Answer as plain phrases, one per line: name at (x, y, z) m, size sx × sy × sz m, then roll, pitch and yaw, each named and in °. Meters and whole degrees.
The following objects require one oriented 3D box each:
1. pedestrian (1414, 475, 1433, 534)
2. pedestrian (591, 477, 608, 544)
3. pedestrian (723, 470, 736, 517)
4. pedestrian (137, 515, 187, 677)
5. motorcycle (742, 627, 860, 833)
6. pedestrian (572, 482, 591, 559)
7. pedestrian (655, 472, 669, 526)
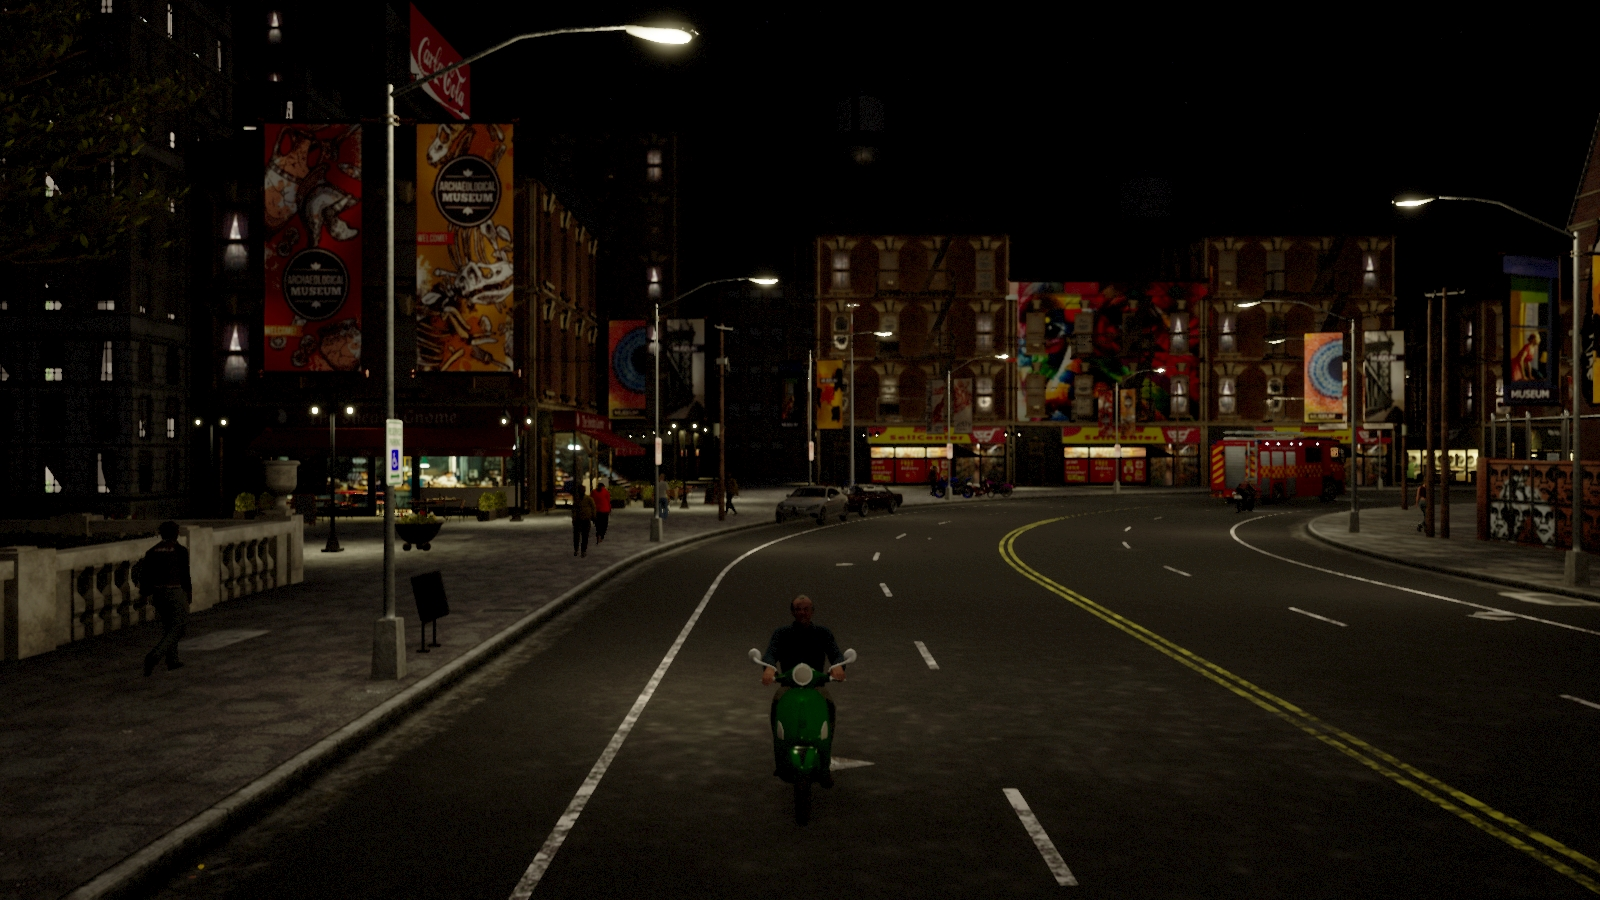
pedestrian at (19.729, 1.711, 36.171) m, size 0.375 × 1.860 × 0.375 m, roll 0°, pitch 0°, yaw -27°
pedestrian at (-5.679, 1.709, 32.352) m, size 0.375 × 1.860 × 0.375 m, roll 0°, pitch 0°, yaw 9°
pedestrian at (-2.804, 1.714, 45.396) m, size 0.375 × 1.860 × 0.375 m, roll 0°, pitch 0°, yaw 37°
pedestrian at (-7.494, 1.702, 13.436) m, size 0.375 × 1.860 × 0.375 m, roll 0°, pitch 0°, yaw 1°
motorcycle at (0.011, 2.185, 9.251) m, size 0.856 × 1.236 × 1.805 m, roll 0°, pitch 0°, yaw 0°
pedestrian at (-5.320, 1.707, 27.809) m, size 0.375 × 1.860 × 0.375 m, roll 0°, pitch 0°, yaw 1°
pedestrian at (-4.838, 1.712, 40.026) m, size 0.375 × 1.860 × 0.375 m, roll 0°, pitch 0°, yaw 12°
